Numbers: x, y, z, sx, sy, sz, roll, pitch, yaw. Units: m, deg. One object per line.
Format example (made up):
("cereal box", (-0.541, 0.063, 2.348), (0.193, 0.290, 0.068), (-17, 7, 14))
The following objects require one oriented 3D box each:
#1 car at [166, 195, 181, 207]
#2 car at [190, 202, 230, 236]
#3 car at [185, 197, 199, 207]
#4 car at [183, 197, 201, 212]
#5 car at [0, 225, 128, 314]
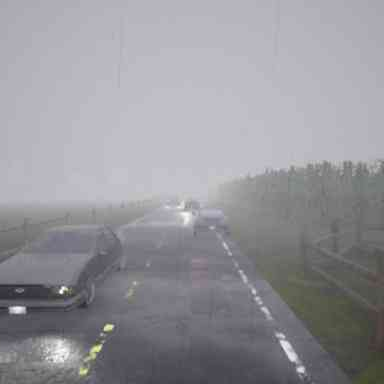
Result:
("car", (-2.807, 1.315, 51.771), (2.097, 1.767, 4.553), (0, 0, 0))
("car", (0.966, 1.512, 18.025), (1.812, 1.442, 4.674), (0, 0, 0))
("car", (0.012, 1.527, 51.674), (1.994, 1.385, 4.181), (0, 0, 0))
("car", (0.028, 1.476, 39.073), (1.837, 1.490, 4.892), (0, 0, 1))
("car", (-2.849, 1.541, 8.098), (2.033, 1.411, 5.357), (0, 0, 0))
